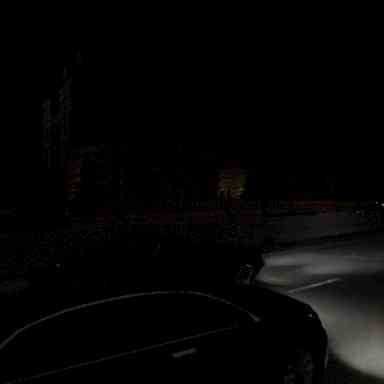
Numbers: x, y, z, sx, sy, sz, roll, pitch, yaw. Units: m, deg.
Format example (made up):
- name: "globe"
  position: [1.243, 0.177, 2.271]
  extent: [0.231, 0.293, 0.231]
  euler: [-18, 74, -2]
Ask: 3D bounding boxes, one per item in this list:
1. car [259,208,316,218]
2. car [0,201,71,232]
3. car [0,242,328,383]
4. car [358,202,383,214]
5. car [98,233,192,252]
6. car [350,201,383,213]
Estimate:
- name: "car"
  position: [6.456, 1.723, 21.536]
  extent: [4.718, 1.301, 1.895]
  euler: [0, 0, -36]
- name: "car"
  position: [-9.390, 1.386, 18.794]
  extent: [4.553, 1.767, 2.097]
  euler: [0, 0, -36]
- name: "car"
  position: [-0.600, 1.516, 3.371]
  extent: [4.892, 1.490, 1.837]
  euler: [0, 0, -35]
- name: "car"
  position: [23.315, 2.043, 42.202]
  extent: [4.718, 1.301, 1.895]
  euler: [3, -2, -35]
- name: "car"
  position: [-0.518, 1.631, 7.698]
  extent: [4.718, 1.301, 1.895]
  euler: [0, 0, -35]
- name: "car"
  position: [18.286, 1.737, 34.307]
  extent: [4.892, 1.490, 1.837]
  euler: [1, 0, -36]
